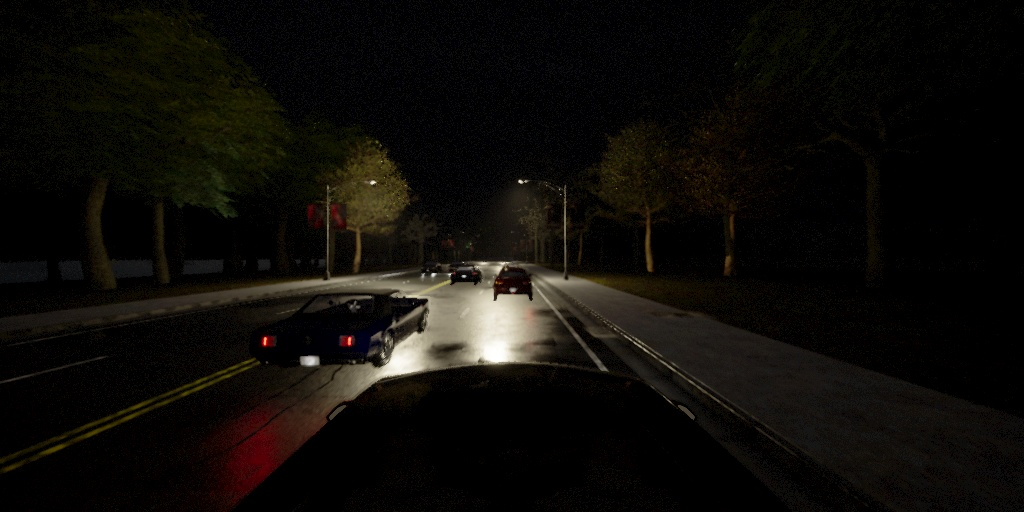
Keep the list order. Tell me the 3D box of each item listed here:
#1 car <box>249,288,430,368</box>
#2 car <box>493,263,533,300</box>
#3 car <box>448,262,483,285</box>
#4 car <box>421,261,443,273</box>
[{"bbox_3d":[-3.166,1.358,7.836,1.895,1.301,4.718,0,0,0],"label":"car"},{"bbox_3d":[0.039,1.281,17.663,1.812,1.442,4.674,0,0,0],"label":"car"},{"bbox_3d":[-3.268,1.338,26.299,1.994,1.385,4.181,0,0,0],"label":"car"},{"bbox_3d":[-10.063,1.369,45.448,2.033,1.411,5.357,0,0,0],"label":"car"}]
